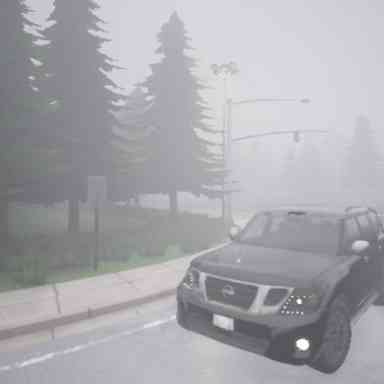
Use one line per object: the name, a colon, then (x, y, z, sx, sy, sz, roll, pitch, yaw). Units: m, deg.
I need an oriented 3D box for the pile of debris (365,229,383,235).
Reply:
pile of debris: (11.457, 2.369, 19.734, 1.500, 0.140, 1.860, 0, 0, 5)

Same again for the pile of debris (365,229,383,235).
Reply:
pile of debris: (11.457, 2.369, 19.734, 1.500, 0.140, 1.860, 0, 0, 5)

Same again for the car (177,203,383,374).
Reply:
car: (2.150, 1.273, 6.234, 2.150, 2.045, 5.566, 1, 0, 40)
